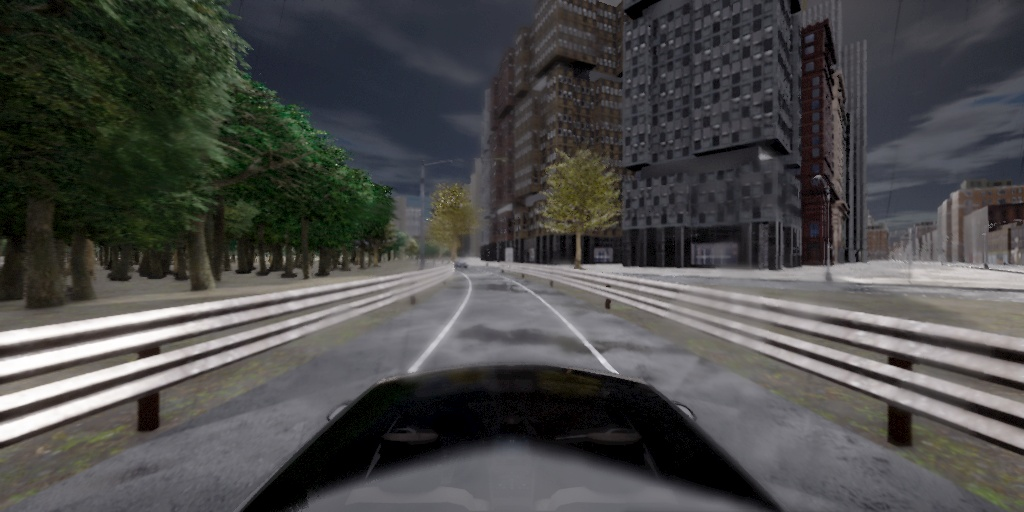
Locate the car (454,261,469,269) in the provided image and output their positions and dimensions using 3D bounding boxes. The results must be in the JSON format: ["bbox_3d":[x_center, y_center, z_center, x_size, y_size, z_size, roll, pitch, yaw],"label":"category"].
[{"bbox_3d":[-8.434,1.435,58.207,1.895,1.301,4.718,0,0,-20],"label":"car"}]
